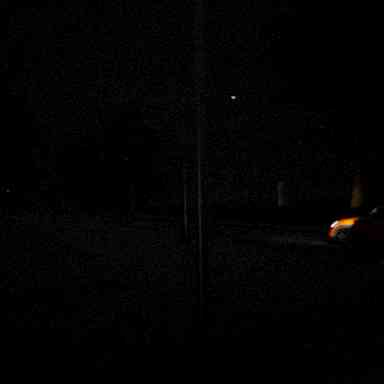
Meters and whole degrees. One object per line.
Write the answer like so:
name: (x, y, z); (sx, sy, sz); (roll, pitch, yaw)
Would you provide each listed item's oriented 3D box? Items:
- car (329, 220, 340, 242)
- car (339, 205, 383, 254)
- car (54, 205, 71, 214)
car: (8.534, 1.369, 14.772); (4.553, 1.767, 2.097); (-4, -1, 38)
car: (7.604, 1.272, 11.034); (2.150, 2.045, 5.566); (-3, 0, -7)
car: (-21.977, 2.971, 56.478); (1.994, 1.385, 4.181); (-1, -1, -36)
